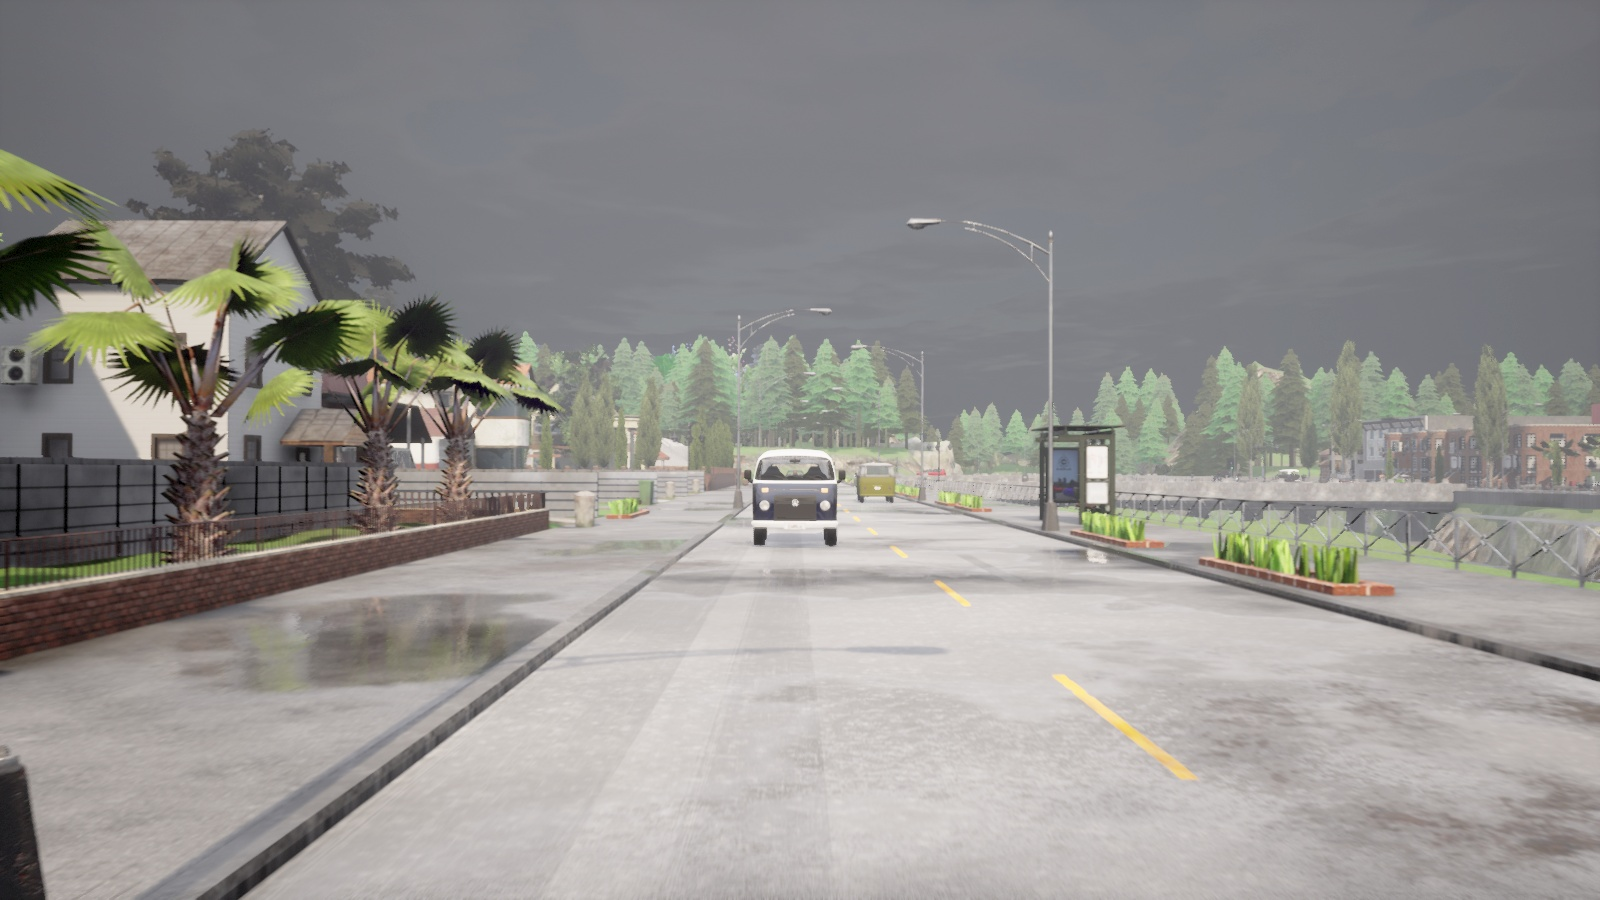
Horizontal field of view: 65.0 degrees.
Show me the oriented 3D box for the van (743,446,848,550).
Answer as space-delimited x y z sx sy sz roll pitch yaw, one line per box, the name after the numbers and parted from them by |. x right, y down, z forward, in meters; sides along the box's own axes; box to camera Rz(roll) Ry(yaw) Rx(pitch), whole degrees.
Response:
-0.098 0.989 27.073 2.069 2.038 4.480 0 -1 0 | van

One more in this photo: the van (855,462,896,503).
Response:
3.778 1.607 63.325 1.775 1.987 4.442 0 -1 0 | van
